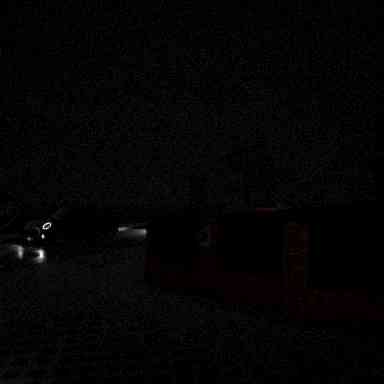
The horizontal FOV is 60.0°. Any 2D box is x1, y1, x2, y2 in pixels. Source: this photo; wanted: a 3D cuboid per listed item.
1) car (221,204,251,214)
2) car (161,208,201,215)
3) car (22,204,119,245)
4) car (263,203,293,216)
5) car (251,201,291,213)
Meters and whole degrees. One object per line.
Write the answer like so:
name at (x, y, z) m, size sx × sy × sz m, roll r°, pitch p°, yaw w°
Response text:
car at (4.458, 1.865, 31.131) m, size 1.837 × 1.490 × 4.892 m, roll -1°, pitch -1°, yaw 35°
car at (-0.874, 1.820, 23.591) m, size 1.994 × 1.385 × 4.181 m, roll -1°, pitch -1°, yaw 35°
car at (-5.889, 1.506, 16.492) m, size 2.097 × 1.767 × 4.553 m, roll -1°, pitch -1°, yaw 35°
car at (10.203, 2.034, 39.228) m, size 1.994 × 1.385 × 4.181 m, roll -1°, pitch -1°, yaw 35°
car at (7.553, 1.704, 30.422) m, size 2.097 × 1.767 × 4.553 m, roll -1°, pitch -1°, yaw 35°
